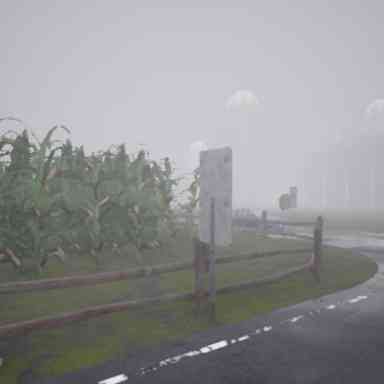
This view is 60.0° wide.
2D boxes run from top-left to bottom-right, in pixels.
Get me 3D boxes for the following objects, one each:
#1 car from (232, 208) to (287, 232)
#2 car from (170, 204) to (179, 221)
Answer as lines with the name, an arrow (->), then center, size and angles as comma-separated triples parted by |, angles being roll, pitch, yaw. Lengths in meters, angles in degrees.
car -> 4.046, 1.809, 21.906 | 1.812, 1.442, 4.674 | 1, -1, -35
car -> -3.513, 1.712, 32.068 | 2.150, 2.045, 5.566 | 1, -1, -37
